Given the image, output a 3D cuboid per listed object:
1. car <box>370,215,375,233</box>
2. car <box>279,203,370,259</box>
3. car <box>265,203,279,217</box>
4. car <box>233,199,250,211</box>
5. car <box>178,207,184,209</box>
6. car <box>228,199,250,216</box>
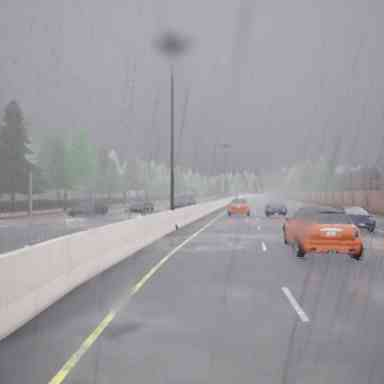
[{"bbox_3d":[9.584,1.601,20.269,1.812,1.442,4.674,0,0,10],"label":"car"},{"bbox_3d":[4.872,1.400,13.014,2.097,1.767,4.553,0,0,8],"label":"car"},{"bbox_3d":[8.213,1.721,32.879,1.895,1.301,4.718,0,0,10],"label":"car"},{"bbox_3d":[6.573,1.723,43.979,1.994,1.385,4.181,0,0,10],"label":"car"},{"bbox_3d":[-0.945,1.373,42.569,2.150,2.045,5.566,0,0,10],"label":"car"},{"bbox_3d":[4.867,1.476,34.104,2.097,1.767,4.553,0,0,10],"label":"car"}]
